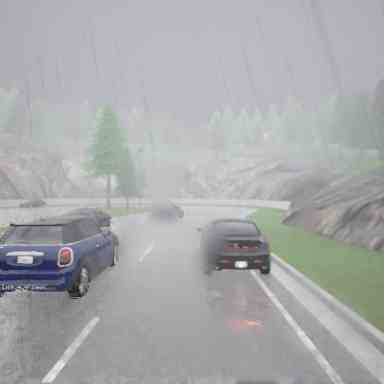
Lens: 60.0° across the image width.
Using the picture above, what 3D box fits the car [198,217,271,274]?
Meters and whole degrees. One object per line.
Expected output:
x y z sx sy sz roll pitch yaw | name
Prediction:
1.244 1.590 10.789 1.837 1.490 4.892 0 0 0 | car

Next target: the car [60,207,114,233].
-6.620 1.730 21.460 1.994 1.385 4.181 0 0 3 | car

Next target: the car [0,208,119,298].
-3.383 1.421 8.893 2.097 1.767 4.553 0 0 0 | car

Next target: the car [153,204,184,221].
-2.058 1.752 29.232 1.812 1.442 4.674 0 0 13 | car

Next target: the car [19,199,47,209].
-25.979 1.925 54.395 1.837 1.490 4.892 0 0 17 | car
